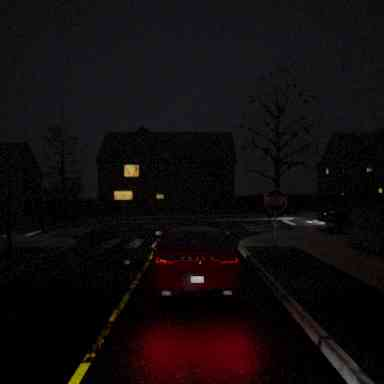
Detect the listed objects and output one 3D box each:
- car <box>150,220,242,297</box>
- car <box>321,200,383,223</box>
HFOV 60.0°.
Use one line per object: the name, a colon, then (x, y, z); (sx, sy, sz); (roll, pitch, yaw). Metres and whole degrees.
car: (0.038, 1.472, 8.644); (1.882, 1.535, 5.008); (0, 0, -1)
car: (10.797, 1.227, 21.977); (4.181, 1.385, 1.994); (-1, 1, 1)
